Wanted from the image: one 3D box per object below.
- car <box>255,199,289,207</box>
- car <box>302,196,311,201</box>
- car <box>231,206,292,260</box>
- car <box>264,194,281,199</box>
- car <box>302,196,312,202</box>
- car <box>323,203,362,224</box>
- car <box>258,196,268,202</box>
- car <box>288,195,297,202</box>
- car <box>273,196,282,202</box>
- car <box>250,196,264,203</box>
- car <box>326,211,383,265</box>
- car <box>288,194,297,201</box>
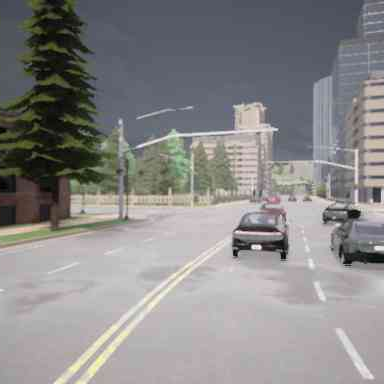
[{"bbox_3d":[6.282,1.567,26.497,1.812,1.442,4.674,1,0,7],"label":"car"},{"bbox_3d":[30.432,1.728,88.614,2.033,1.411,5.357,0,0,17],"label":"car"},{"bbox_3d":[2.689,1.508,12.598,2.128,1.511,4.902,0,0,17],"label":"car"},{"bbox_3d":[16.362,1.332,67.133,2.150,2.045,5.566,0,0,17],"label":"car"},{"bbox_3d":[27.635,1.764,79.694,1.895,1.301,4.718,0,0,17],"label":"car"},{"bbox_3d":[11.087,1.559,24.319,2.128,1.511,4.902,0,0,38],"label":"car"},{"bbox_3d":[17.704,1.666,83.116,1.994,1.385,4.181,0,0,17],"label":"car"},{"bbox_3d":[24.588,1.706,81.674,1.994,1.385,4.181,0,0,17],"label":"car"},{"bbox_3d":[21.035,1.728,82.040,1.895,1.301,4.718,0,0,17],"label":"car"},{"bbox_3d":[13.030,1.641,68.208,1.994,1.385,4.181,0,0,17],"label":"car"},{"bbox_3d":[6.007,1.599,11.478,1.994,1.385,4.181,0,0,17],"label":"car"},{"bbox_3d":[27.085,1.525,89.633,2.097,1.767,4.553,0,0,17],"label":"car"}]
